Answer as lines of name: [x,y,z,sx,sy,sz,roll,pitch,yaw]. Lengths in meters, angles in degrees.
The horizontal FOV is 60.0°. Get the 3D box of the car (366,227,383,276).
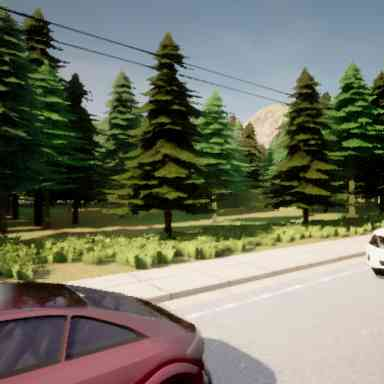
car: [7.152,1.255,9.343,5.566,2.045,2.150,0,0,-36]

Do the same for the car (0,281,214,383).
car: [-1.853,1.568,2.731,4.181,1.385,1.994,0,0,-35]
